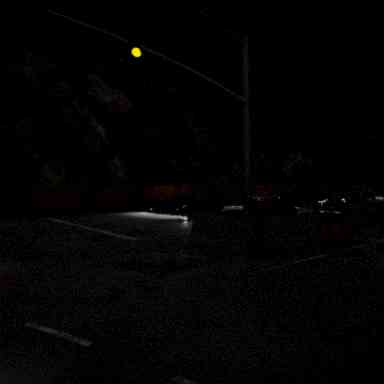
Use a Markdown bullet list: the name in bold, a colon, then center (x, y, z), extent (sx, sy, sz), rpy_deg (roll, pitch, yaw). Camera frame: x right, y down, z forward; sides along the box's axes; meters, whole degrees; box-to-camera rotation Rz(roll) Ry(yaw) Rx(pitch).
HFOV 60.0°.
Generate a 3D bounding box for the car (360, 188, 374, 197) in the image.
- **car**: center (31.947, 0.056, 60.682), extent (1.812, 1.442, 4.674), rpy_deg (0, 2, 34)

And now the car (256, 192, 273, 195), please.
- **car**: center (8.389, 0.725, 38.521), extent (5.008, 1.535, 1.882), rpy_deg (-2, 1, -38)

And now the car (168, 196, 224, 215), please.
- **car**: center (0.639, 1.055, 27.955), extent (4.674, 1.442, 1.812), rpy_deg (-2, 1, -38)

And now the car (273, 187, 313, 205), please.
- **car**: center (11.837, 0.446, 36.778), extent (5.566, 2.045, 2.150), rpy_deg (-2, 1, -38)

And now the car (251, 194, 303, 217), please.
- **car**: center (5.315, 1.109, 22.737), extent (4.181, 1.385, 1.994), rpy_deg (-2, 1, -38)

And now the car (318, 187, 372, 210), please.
- **car**: center (13.430, 0.676, 29.139), extent (4.553, 1.767, 2.097), rpy_deg (-2, 1, -38)

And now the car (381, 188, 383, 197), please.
- **car**: center (34.646, 0.046, 58.430), extent (2.128, 1.511, 4.902), rpy_deg (0, 2, 35)

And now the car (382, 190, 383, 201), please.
- **car**: center (22.732, 0.562, 36.544), extent (4.902, 1.511, 2.128), rpy_deg (-2, 1, -39)

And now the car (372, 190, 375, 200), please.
- **car**: center (24.087, 0.381, 46.742), extent (4.902, 1.511, 2.128), rpy_deg (-1, 1, -41)

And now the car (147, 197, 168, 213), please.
- **car**: center (-1.477, 1.062, 30.752), extent (5.357, 1.411, 2.033), rpy_deg (-2, 1, -38)
